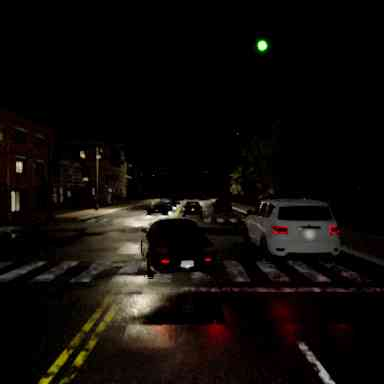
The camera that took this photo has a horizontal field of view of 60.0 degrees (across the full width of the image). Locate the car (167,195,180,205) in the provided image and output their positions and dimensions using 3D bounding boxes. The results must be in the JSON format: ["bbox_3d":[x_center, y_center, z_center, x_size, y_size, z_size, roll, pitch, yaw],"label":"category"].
[{"bbox_3d":[-3.387,1.477,62.098,2.097,1.767,4.553,0,0,0],"label":"car"}]

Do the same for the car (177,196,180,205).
[{"bbox_3d":[-3.362,1.668,51.976,1.994,1.385,4.181,0,0,0],"label":"car"}]

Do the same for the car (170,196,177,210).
[{"bbox_3d":[-3.398,1.576,42.514,2.128,1.511,4.902,0,0,0],"label":"car"}]

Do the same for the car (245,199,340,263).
[{"bbox_3d":[3.349,1.248,12.145,2.150,2.045,5.566,0,0,0],"label":"car"}]

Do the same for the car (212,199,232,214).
[{"bbox_3d":[3.299,1.550,36.841,1.882,1.535,5.008,0,0,0],"label":"car"}]

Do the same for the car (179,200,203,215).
[{"bbox_3d":[0.067,1.609,31.700,2.033,1.411,5.357,0,0,0],"label":"car"}]

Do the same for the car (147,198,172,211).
[{"bbox_3d":[-3.380,1.630,33.735,1.994,1.385,4.181,0,0,0],"label":"car"}]

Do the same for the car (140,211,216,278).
[{"bbox_3d":[-0.551,1.545,10.173,1.812,1.442,4.674,0,0,-11],"label":"car"}]
